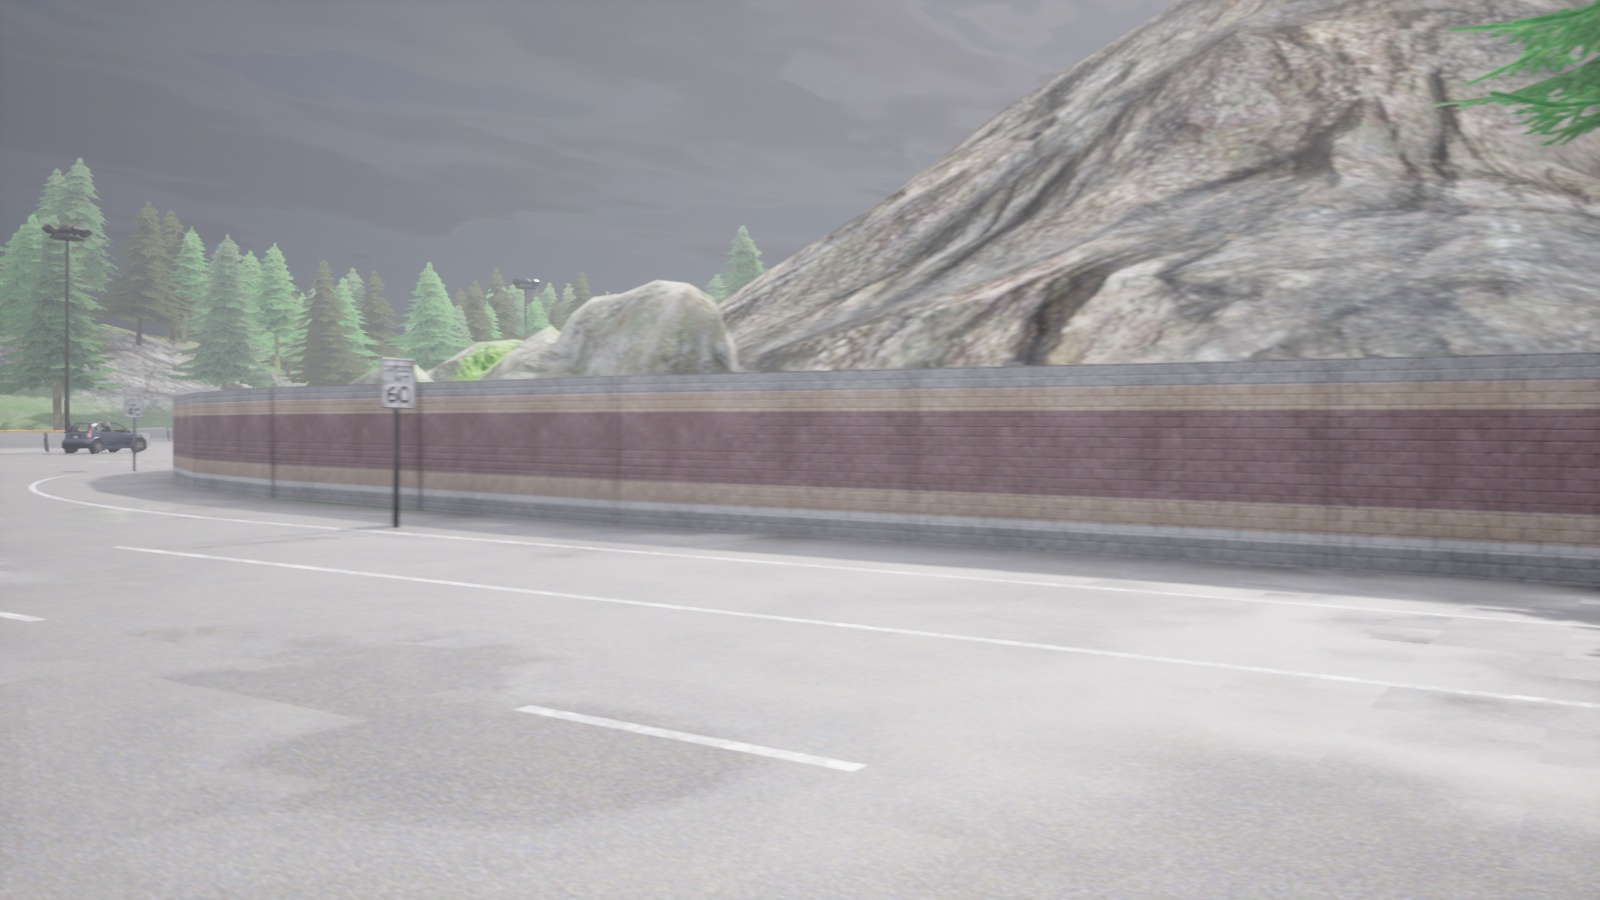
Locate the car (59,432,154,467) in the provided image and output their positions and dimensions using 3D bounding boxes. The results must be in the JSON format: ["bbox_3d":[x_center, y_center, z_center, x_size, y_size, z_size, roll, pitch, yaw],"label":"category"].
[{"bbox_3d":[-34.523,-0.053,62.642,1.851,1.617,3.988,-1,1,14],"label":"car"}]

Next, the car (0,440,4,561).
[{"bbox_3d":[-12.325,0.643,16.117,4.892,1.490,1.837,0,1,36],"label":"car"}]
